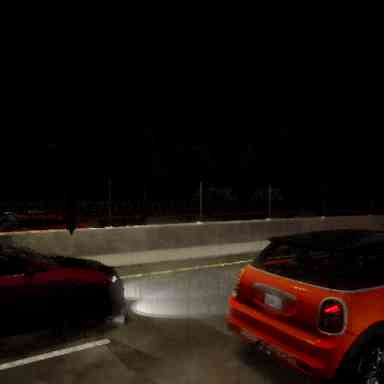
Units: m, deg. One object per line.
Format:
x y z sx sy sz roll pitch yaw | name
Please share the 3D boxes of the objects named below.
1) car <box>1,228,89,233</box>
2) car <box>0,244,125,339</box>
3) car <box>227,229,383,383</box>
-6.077 1.555 12.284 4.674 1.442 1.812 0 0 -33 | car
-3.277 1.576 5.539 4.181 1.385 1.994 0 0 -34 | car
2.831 1.384 5.238 4.553 1.767 2.097 0 0 -31 | car
